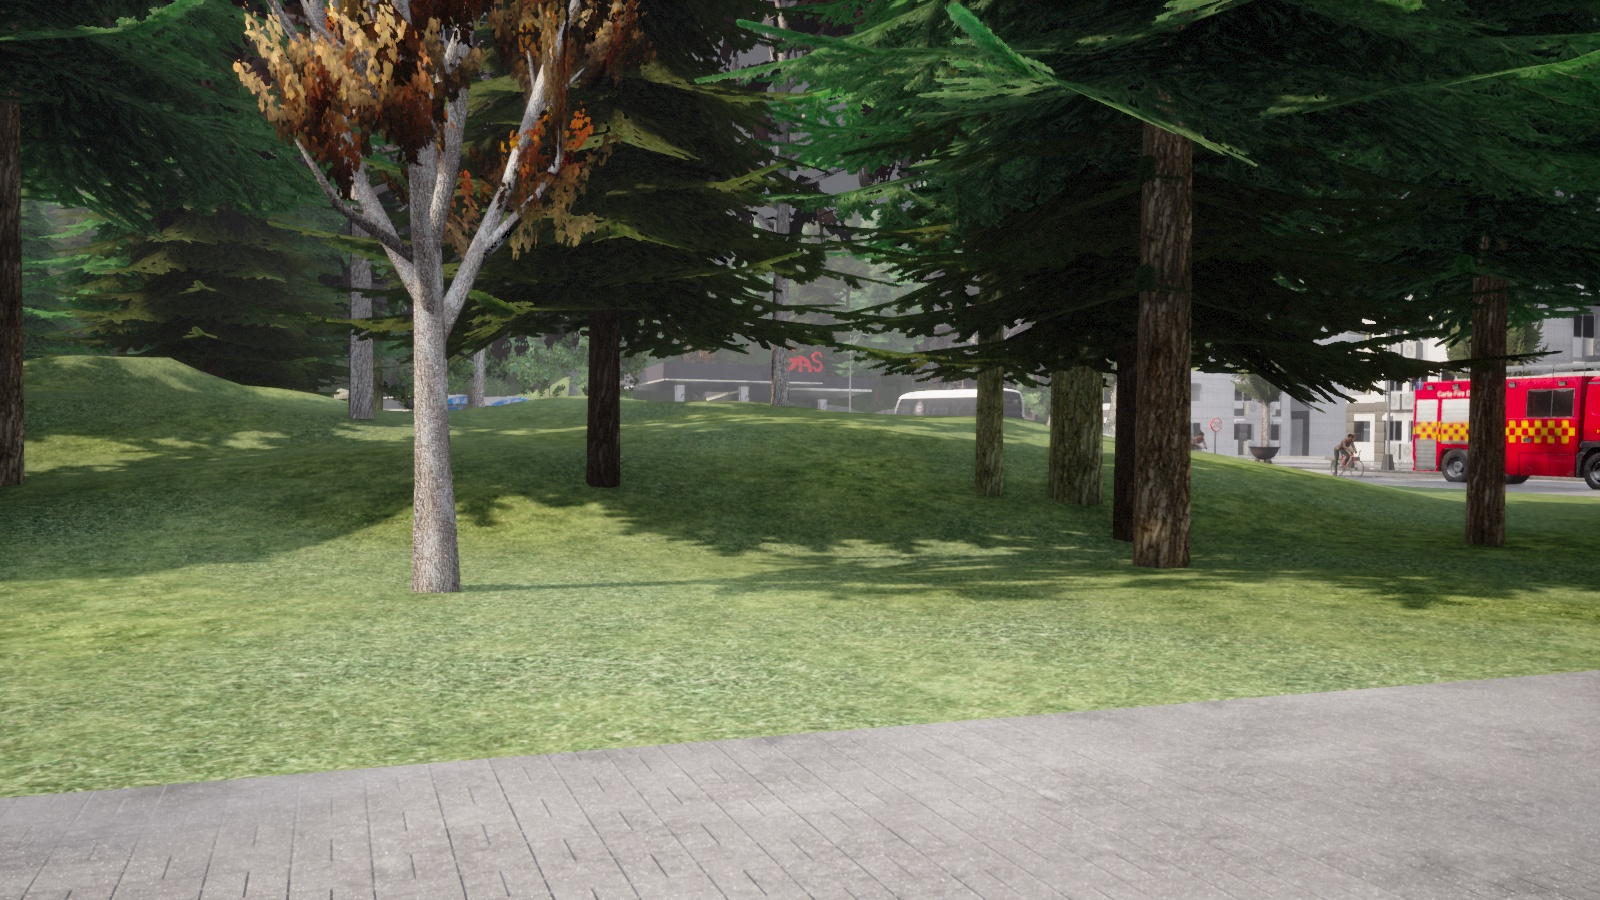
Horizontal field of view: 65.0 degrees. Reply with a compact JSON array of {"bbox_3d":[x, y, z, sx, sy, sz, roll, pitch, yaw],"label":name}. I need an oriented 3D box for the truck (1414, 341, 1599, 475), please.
[{"bbox_3d":[23.339,-1.245,38.456,2.891,3.827,8.468,-1,1,-20],"label":"truck"}]

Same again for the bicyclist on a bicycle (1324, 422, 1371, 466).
[{"bbox_3d":[20.321,-0.227,46.636,0.582,1.620,1.656,-1,1,-20],"label":"bicyclist on a bicycle"}]

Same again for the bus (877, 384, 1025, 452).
[{"bbox_3d":[9.794,-2.035,83.138,3.944,4.253,10.273,0,1,-34],"label":"bus"}]
